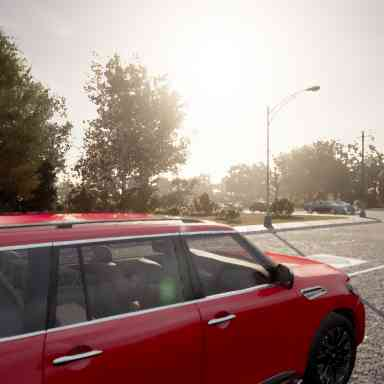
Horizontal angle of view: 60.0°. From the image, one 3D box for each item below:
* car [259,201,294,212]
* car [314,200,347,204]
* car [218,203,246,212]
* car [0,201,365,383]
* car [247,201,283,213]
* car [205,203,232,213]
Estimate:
[{"bbox_3d":[11.968,2.093,47.337,1.837,1.490,4.892,0,-3,-32],"label":"car"},{"bbox_3d":[14.624,1.708,36.479,2.128,1.511,4.902,0,-1,-32],"label":"car"},{"bbox_3d":[6.649,2.600,55.866,1.837,1.490,4.892,0,-3,-32],"label":"car"},{"bbox_3d":[-0.466,1.222,3.424,5.566,2.045,2.150,0,0,-37],"label":"car"},{"bbox_3d":[9.663,2.028,44.415,1.837,1.490,4.892,0,-3,-32],"label":"car"},{"bbox_3d":[4.161,2.542,53.240,1.837,1.490,4.892,0,-3,-32],"label":"car"}]
